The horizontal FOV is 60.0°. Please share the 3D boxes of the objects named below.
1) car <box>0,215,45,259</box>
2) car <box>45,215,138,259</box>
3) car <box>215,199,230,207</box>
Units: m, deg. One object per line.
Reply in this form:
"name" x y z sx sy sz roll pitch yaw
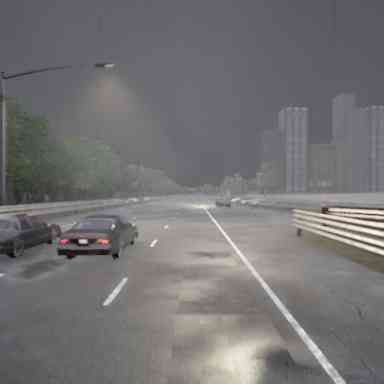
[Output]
"car" -6.872 1.587 12.789 2.033 1.411 5.357 0 0 0
"car" -3.371 1.587 12.820 2.033 1.411 5.357 0 0 0
"car" 5.042 1.821 55.178 1.994 1.385 4.181 0 -1 -6
